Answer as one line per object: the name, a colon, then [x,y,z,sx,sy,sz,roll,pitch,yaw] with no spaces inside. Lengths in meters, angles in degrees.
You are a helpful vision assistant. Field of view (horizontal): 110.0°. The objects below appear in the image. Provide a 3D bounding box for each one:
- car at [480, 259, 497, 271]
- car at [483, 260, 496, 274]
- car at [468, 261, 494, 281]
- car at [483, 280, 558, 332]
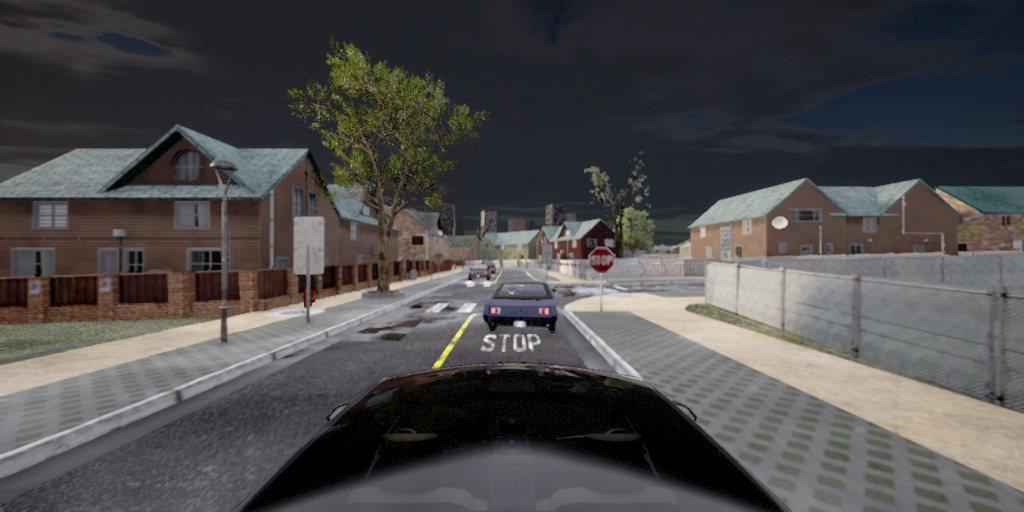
car: [-3.714,1.393,56.238,2.097,1.767,4.553,0,-1,-10]
car: [-2.949,1.508,43.315,1.994,1.385,4.181,0,0,-1]
car: [-2.876,1.421,32.726,1.812,1.442,4.674,0,0,0]
car: [0.419,1.397,11.059,1.895,1.301,4.718,0,0,6]
